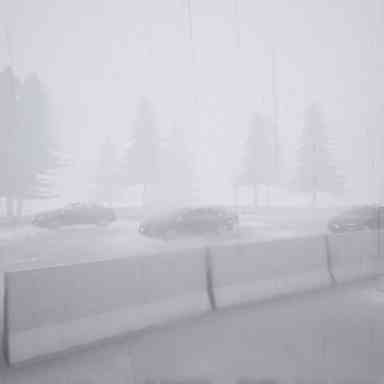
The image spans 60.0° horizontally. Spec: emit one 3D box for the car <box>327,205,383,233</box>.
[{"bbox_3d":[9.323,1.482,17.697,4.892,1.490,1.837,0,0,-28],"label":"car"}]

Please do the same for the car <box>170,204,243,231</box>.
[{"bbox_3d":[0.942,1.517,20.985,4.181,1.385,1.994,0,0,-30],"label":"car"}]

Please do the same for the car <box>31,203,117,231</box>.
[{"bbox_3d":[-7.019,1.431,20.166,4.902,1.511,2.128,0,0,-33],"label":"car"}]

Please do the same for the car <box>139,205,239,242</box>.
[{"bbox_3d":[-0.169,1.466,16.245,4.892,1.490,1.837,0,0,-31],"label":"car"}]
